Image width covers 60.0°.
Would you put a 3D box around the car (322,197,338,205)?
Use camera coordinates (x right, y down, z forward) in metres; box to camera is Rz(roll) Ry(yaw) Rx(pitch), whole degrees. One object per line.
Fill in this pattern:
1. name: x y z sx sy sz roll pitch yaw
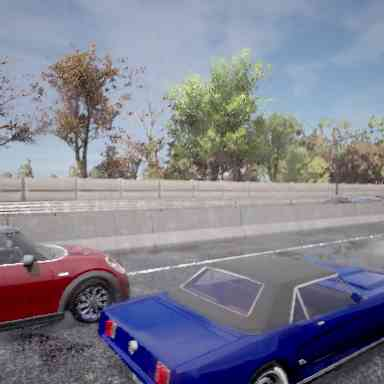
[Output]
1. car: 18.546 1.364 42.305 4.892 1.490 1.837 0 0 -35

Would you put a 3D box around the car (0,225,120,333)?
1. car: -3.390 1.350 5.616 4.553 1.767 2.097 0 0 -35

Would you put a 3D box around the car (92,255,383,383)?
1. car: 1.297 1.584 4.601 4.718 1.301 1.895 0 0 -35

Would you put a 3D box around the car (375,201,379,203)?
1. car: 22.790 1.350 36.731 4.902 1.511 2.128 0 0 -35

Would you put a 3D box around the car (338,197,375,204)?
1. car: 19.869 1.409 38.971 5.357 1.411 2.033 0 0 -35
